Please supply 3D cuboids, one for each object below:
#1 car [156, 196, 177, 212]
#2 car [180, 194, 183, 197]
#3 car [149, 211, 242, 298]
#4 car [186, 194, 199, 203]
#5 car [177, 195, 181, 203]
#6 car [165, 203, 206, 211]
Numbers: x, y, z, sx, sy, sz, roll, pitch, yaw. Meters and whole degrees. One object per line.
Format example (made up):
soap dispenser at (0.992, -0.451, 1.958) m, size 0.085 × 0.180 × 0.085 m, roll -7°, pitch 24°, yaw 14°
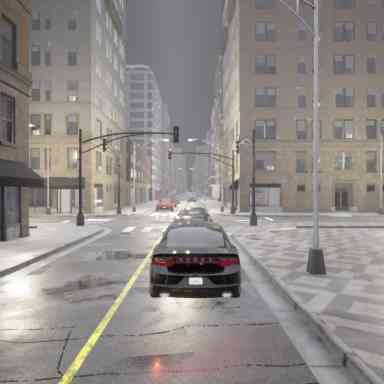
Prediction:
car at (-3.142, 1.475, 39.736) m, size 1.882 × 1.535 × 5.008 m, roll 0°, pitch 0°, yaw -1°
car at (-3.134, 1.502, 59.642) m, size 1.837 × 1.490 × 4.892 m, roll 0°, pitch 0°, yaw 0°
car at (0.066, 1.477, 8.556) m, size 1.882 × 1.535 × 5.008 m, roll 0°, pitch 0°, yaw 0°
car at (-0.007, 1.597, 70.776) m, size 1.895 × 1.301 × 4.718 m, roll 0°, pitch 0°, yaw 0°
car at (-3.121, 1.544, 49.468) m, size 2.033 × 1.411 × 5.357 m, roll 0°, pitch 0°, yaw 0°
car at (0.088, 1.546, 18.366) m, size 2.033 × 1.411 × 5.357 m, roll 0°, pitch 0°, yaw 6°
